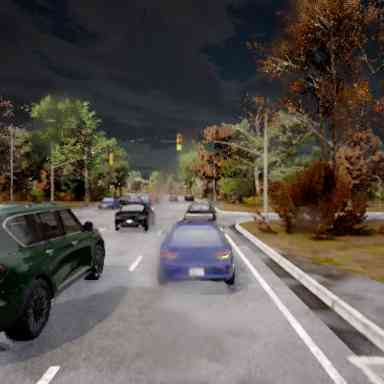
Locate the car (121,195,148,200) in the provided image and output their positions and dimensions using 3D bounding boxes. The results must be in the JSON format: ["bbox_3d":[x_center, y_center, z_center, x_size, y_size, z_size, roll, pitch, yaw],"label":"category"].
[{"bbox_3d":[-7.086,1.461,41.514,2.033,1.411,5.357,0,0,-1],"label":"car"}]

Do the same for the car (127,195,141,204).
[{"bbox_3d":[-10.784,1.395,61.739,1.812,1.442,4.674,0,0,-1],"label":"car"}]

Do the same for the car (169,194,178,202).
[{"bbox_3d":[-4.062,1.362,73.019,2.128,1.511,4.902,0,0,-2],"label":"car"}]

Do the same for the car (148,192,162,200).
[{"bbox_3d":[-7.284,1.093,61.583,2.150,2.045,5.566,0,0,-1],"label":"car"}]

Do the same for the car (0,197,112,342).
[{"bbox_3d":[-3.398,1.214,6.595,2.150,2.045,5.566,0,1,0],"label":"car"}]

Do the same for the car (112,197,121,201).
[{"bbox_3d":[-10.620,1.436,42.798,1.812,1.442,4.674,0,0,0],"label":"car"}]

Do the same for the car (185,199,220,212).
[{"bbox_3d":[0.625,1.451,20.480,2.128,1.511,4.902,0,0,7],"label":"car"}]

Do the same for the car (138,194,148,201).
[{"bbox_3d":[-11.201,1.138,76.154,1.837,1.490,4.892,0,0,-2],"label":"car"}]

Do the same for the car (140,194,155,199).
[{"bbox_3d":[-7.174,1.419,50.974,1.812,1.442,4.674,0,0,0],"label":"car"}]

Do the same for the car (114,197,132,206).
[{"bbox_3d":[-10.681,1.492,51.907,1.895,1.301,4.718,0,0,0],"label":"car"}]

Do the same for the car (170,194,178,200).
[{"bbox_3d":[-4.549,1.255,83.064,1.812,1.442,4.674,0,0,-3],"label":"car"}]

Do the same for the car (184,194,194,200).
[{"bbox_3d":[-0.563,1.323,73.118,1.882,1.535,5.008,0,0,-2],"label":"car"}]

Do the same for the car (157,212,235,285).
[{"bbox_3d":[0.101,1.510,9.284,1.812,1.442,4.674,0,0,0],"label":"car"}]

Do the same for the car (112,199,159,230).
[{"bbox_3d":[-3.403,1.437,20.568,1.882,1.535,5.008,0,0,0],"label":"car"}]

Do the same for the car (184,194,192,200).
[{"bbox_3d":[-1.055,1.254,83.264,1.812,1.442,4.674,0,0,-3],"label":"car"}]
